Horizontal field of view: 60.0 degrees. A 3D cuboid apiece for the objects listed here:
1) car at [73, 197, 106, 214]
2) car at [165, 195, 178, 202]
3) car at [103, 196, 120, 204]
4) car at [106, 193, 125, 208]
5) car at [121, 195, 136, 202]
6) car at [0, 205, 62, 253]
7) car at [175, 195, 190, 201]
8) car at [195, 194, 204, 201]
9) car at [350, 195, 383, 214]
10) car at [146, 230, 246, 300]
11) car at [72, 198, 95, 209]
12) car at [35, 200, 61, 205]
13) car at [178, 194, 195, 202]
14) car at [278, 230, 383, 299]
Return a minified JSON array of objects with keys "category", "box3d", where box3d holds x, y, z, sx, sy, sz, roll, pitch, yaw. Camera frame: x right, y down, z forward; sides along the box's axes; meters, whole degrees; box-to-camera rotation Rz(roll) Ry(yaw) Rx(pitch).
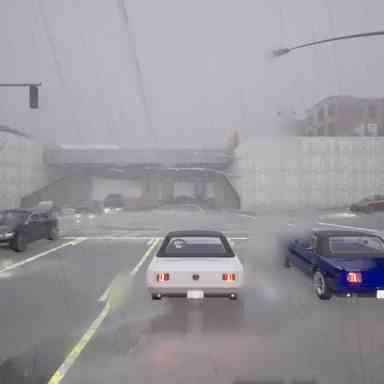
[{"category":"car","box3d":[-10.860,1.547,35.171,2.033,1.411,5.357,0,0,-5]},{"category":"car","box3d":[-4.725,1.355,75.563,2.097,1.767,4.553,0,0,6]},{"category":"car","box3d":[-15.173,1.547,63.099,2.033,1.411,5.357,0,0,-1]},{"category":"car","box3d":[-11.382,1.220,49.011,2.150,2.045,5.566,0,0,-2]},{"category":"car","box3d":[-14.980,1.512,78.368,2.128,1.511,4.902,0,0,6]},{"category":"car","box3d":[-7.123,1.493,13.689,2.128,1.511,4.902,0,0,-1]},{"category":"car","box3d":[-2.368,1.478,85.429,1.882,1.535,5.008,0,0,24]},{"category":"car","box3d":[1.433,1.355,85.463,2.097,1.767,4.553,0,0,28]},{"category":"car","box3d":[15.822,0.973,28.456,4.181,1.385,1.994,-7,0,0]},{"category":"car","box3d":[0.084,1.601,8.351,1.895,1.301,4.718,0,0,0]},{"category":"car","box3d":[-14.800,1.526,45.706,1.812,1.442,4.674,0,0,-1]},{"category":"car","box3d":[-14.072,1.525,32.454,1.812,1.442,4.674,0,0,-6]},{"category":"car","box3d":[-1.224,1.525,75.459,2.128,1.511,4.902,0,0,6]},{"category":"car","box3d":[3.584,1.601,8.360,1.895,1.301,4.718,0,0,0]}]
